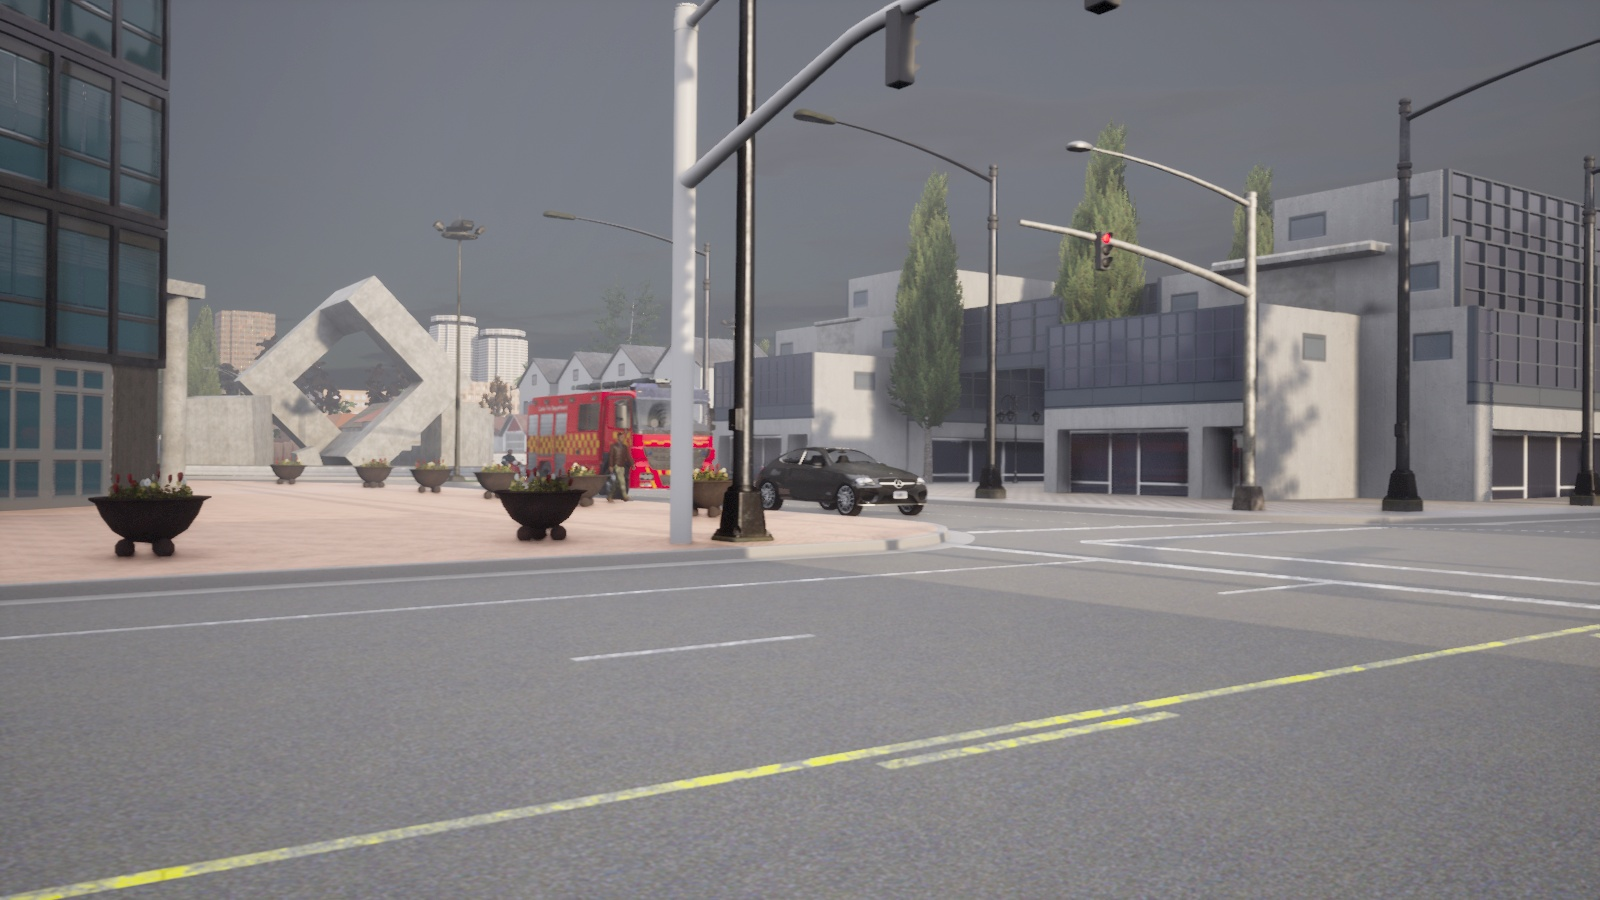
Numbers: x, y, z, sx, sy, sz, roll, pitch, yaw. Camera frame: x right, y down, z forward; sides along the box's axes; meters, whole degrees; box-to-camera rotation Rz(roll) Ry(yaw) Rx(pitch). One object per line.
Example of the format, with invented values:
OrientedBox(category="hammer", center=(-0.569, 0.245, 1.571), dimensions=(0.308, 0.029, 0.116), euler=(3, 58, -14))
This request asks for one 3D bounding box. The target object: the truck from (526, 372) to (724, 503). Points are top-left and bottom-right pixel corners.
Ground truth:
OrientedBox(category="truck", center=(-5.913, -0.335, 40.849), dimensions=(2.891, 3.827, 8.468), euler=(1, 0, -34))

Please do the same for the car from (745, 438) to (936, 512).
OrientedBox(category="car", center=(0.882, 0.576, 30.909), dimensions=(2.152, 1.651, 5.027), euler=(1, 0, -34))

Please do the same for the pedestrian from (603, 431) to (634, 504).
OrientedBox(category="pedestrian", center=(-4.592, 0.439, 31.756), dimensions=(0.703, 1.840, 0.431), euler=(0, -1, 43))
